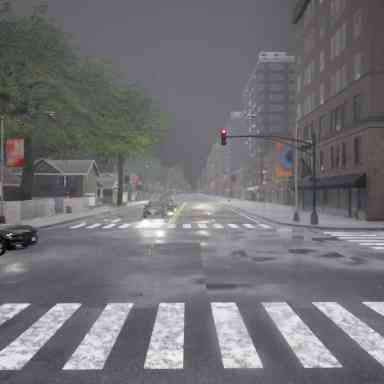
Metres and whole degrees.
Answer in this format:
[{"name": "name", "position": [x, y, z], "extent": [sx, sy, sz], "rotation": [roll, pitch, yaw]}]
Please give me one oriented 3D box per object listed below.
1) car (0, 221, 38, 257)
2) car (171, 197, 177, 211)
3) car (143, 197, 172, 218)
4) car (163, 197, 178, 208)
[{"name": "car", "position": [-8.330, 1.484, 12.232], "extent": [5.008, 1.535, 1.882], "rotation": [0, 0, 0]}, {"name": "car", "position": [-3.219, 1.372, 39.943], "extent": [2.097, 1.767, 4.553], "rotation": [0, 0, 1]}, {"name": "car", "position": [-3.252, 1.504, 30.209], "extent": [2.128, 1.511, 4.902], "rotation": [0, 0, 0]}, {"name": "car", "position": [-3.181, 1.554, 49.901], "extent": [1.812, 1.442, 4.674], "rotation": [0, 0, 0]}]
